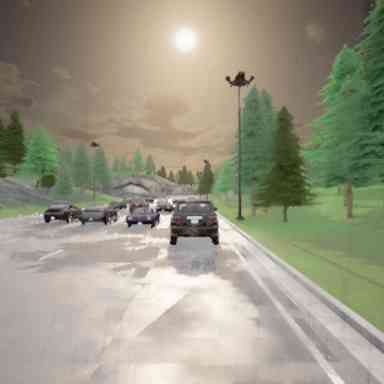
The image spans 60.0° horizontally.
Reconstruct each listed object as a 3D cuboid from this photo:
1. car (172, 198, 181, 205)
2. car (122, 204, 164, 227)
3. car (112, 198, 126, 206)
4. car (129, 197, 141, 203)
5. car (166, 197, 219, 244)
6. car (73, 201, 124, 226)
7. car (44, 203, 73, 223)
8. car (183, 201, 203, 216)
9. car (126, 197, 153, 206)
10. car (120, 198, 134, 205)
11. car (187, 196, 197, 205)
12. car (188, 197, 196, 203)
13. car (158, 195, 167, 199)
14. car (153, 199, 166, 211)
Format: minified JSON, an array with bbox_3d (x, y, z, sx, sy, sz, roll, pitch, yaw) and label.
[{"bbox_3d":[-3.466,2.122,74.880,1.895,1.301,4.718,0,0,0],"label":"car"},{"bbox_3d":[-3.388,1.769,23.862,1.895,1.301,4.718,0,0,0],"label":"car"},{"bbox_3d":[-10.378,1.820,46.631,2.128,1.511,4.902,0,0,0],"label":"car"},{"bbox_3d":[-13.963,2.011,81.973,2.128,1.511,4.902,0,0,0],"label":"car"},{"bbox_3d":[0.109,1.340,16.587,2.150,2.045,5.566,0,0,0],"label":"car"},{"bbox_3d":[-6.888,1.669,25.110,2.128,1.511,4.902,0,0,0],"label":"car"},{"bbox_3d":[-10.386,1.698,27.225,1.837,1.490,4.892,0,0,0],"label":"car"},{"bbox_3d":[0.116,1.806,36.626,2.033,1.411,5.357,0,0,0],"label":"car"},{"bbox_3d":[-6.878,1.661,43.922,2.097,1.767,4.553,0,0,0],"label":"car"},{"bbox_3d":[-13.968,2.022,71.555,2.128,1.511,4.902,0,0,0],"label":"car"},{"bbox_3d":[0.033,1.857,72.353,2.097,1.767,4.553,0,0,0],"label":"car"},{"bbox_3d":[0.037,1.989,82.383,1.837,1.490,4.892,0,0,0],"label":"car"},{"bbox_3d":[-6.964,1.787,79.917,2.150,2.045,5.566,0,0,0],"label":"car"},{"bbox_3d":[-3.379,1.893,41.434,1.895,1.301,4.718,0,0,0],"label":"car"}]
